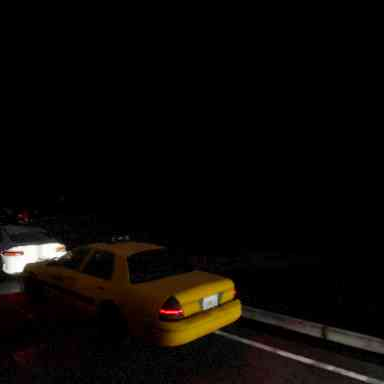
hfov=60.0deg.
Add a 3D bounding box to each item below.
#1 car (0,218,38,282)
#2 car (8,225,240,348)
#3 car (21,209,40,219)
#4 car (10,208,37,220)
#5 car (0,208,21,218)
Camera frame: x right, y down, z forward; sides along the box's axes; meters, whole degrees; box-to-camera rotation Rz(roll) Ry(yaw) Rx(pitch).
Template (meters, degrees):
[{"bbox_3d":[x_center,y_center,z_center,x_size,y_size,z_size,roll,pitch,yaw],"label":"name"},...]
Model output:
[{"bbox_3d":[-5.533,1.764,10.535,1.812,1.442,4.674,1,-2,-42],"label":"car"},{"bbox_3d":[-1.626,1.617,6.609,5.366,1.575,1.801,-1,-2,42],"label":"car"},{"bbox_3d":[-20.833,2.888,41.989,1.994,1.385,4.181,-2,-2,-5],"label":"car"},{"bbox_3d":[-25.147,3.278,49.918,1.882,1.535,5.008,-2,-2,-6],"label":"car"},{"bbox_3d":[-18.691,2.309,32.613,2.097,1.767,4.553,-1,-2,-15],"label":"car"}]
